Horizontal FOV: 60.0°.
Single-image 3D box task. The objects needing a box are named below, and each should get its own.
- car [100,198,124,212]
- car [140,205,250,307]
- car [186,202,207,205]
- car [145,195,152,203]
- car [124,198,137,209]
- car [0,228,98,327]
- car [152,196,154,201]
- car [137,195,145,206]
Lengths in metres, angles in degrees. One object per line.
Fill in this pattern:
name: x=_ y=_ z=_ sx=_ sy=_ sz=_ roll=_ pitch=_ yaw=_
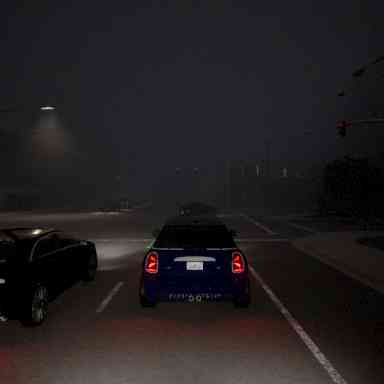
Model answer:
car: x=-10.669 y=1.857 z=43.910 sx=1.812 sy=1.442 sz=4.674 roll=0 pitch=0 yaw=0
car: x=0.060 y=1.364 z=8.155 sx=2.097 sy=1.767 sz=4.553 roll=0 pitch=0 yaw=0
car: x=0.664 y=1.757 z=33.126 sx=1.812 sy=1.442 sz=4.674 roll=-1 pitch=-1 yaw=43
car: x=-10.621 y=1.556 z=72.785 sx=2.097 sy=1.767 sz=4.553 roll=0 pitch=1 yaw=0
car: x=-10.681 y=1.743 z=52.946 sx=2.097 sy=1.767 sz=4.553 roll=0 pitch=0 yaw=0
car: x=-3.446 y=1.503 z=7.015 sx=2.128 sy=1.511 sz=4.902 roll=0 pitch=0 yaw=0
car: x=-10.638 y=1.637 z=82.918 sx=2.128 sy=1.511 sz=4.902 roll=0 pitch=0 yaw=0
car: x=-10.660 y=1.821 z=62.732 sx=1.882 sy=1.535 sz=5.008 roll=0 pitch=1 yaw=0
